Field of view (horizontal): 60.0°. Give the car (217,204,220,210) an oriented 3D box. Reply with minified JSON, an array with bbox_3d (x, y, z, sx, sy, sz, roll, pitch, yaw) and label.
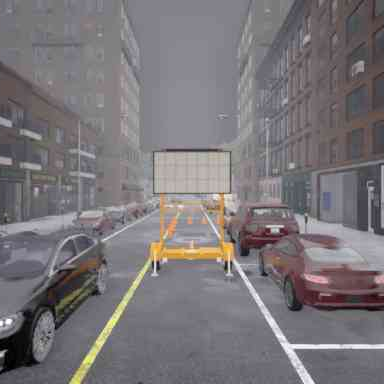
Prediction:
[{"bbox_3d":[2.639,1.525,18.648,1.752,1.417,4.829,0,0,0],"label":"car"}]

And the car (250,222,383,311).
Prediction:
[{"bbox_3d":[2.639,1.582,7.443,1.802,1.307,4.206,0,0,0],"label":"car"}]

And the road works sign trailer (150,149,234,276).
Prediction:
[{"bbox_3d":[0.003,0.464,10.330,2.380,3.560,2.880,0,0,0],"label":"road works sign trailer"}]

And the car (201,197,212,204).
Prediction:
[{"bbox_3d":[2.659,1.585,62.626,1.947,1.339,4.313,0,0,0],"label":"car"}]

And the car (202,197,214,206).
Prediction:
[{"bbox_3d":[2.657,1.596,57.107,1.802,1.307,4.206,0,0,0],"label":"car"}]

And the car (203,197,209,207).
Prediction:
[{"bbox_3d":[2.651,1.584,40.553,1.802,1.307,4.206,0,0,0],"label":"car"}]

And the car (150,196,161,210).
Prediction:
[{"bbox_3d":[-5.374,1.553,40.552,2.008,1.369,4.403,0,0,0],"label":"car"}]

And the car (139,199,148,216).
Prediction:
[{"bbox_3d":[-5.378,1.545,29.515,1.887,1.381,4.507,0,0,0],"label":"car"}]

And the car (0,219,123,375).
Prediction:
[{"bbox_3d":[-2.848,1.491,5.868,2.128,1.511,4.902,0,0,0],"label":"car"}]

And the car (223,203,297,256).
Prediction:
[{"bbox_3d":[2.642,1.315,12.962,2.192,1.841,5.009,0,0,0],"label":"car"}]

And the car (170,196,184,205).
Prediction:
[{"bbox_3d":[-2.805,1.521,57.831,1.837,1.490,4.892,0,0,0],"label":"car"}]

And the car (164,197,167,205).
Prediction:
[{"bbox_3d":[-5.370,1.535,51.419,1.752,1.417,4.829,0,0,0],"label":"car"}]

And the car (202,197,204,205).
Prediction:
[{"bbox_3d":[2.653,1.531,46.241,1.752,1.417,4.829,0,0,0],"label":"car"}]

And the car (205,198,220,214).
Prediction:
[{"bbox_3d":[2.649,1.583,35.035,1.802,1.307,4.206,0,0,0],"label":"car"}]

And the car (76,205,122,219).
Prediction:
[{"bbox_3d":[-5.382,1.582,18.477,1.802,1.307,4.206,0,0,0],"label":"car"}]

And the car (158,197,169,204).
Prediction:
[{"bbox_3d":[-5.366,1.601,62.628,1.802,1.307,4.206,0,0,0],"label":"car"}]

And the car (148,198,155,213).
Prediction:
[{"bbox_3d":[-5.376,1.567,35.034,1.947,1.339,4.313,0,0,0],"label":"car"}]

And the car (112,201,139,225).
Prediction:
[{"bbox_3d":[-5.380,1.551,23.996,2.008,1.369,4.403,0,0,0],"label":"car"}]

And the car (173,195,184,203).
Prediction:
[{"bbox_3d":[-2.726,1.502,68.332,1.882,1.535,5.008,0,0,0],"label":"car"}]
